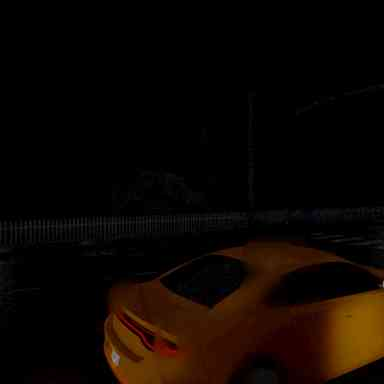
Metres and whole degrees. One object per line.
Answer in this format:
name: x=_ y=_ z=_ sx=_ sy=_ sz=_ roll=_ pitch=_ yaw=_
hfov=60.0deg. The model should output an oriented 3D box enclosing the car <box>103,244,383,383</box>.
car: x=1.377 y=1.478 z=4.560 sx=5.008 sy=1.535 sz=1.882 roll=0 pitch=0 yaw=-30
